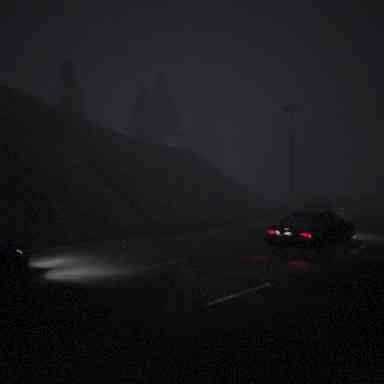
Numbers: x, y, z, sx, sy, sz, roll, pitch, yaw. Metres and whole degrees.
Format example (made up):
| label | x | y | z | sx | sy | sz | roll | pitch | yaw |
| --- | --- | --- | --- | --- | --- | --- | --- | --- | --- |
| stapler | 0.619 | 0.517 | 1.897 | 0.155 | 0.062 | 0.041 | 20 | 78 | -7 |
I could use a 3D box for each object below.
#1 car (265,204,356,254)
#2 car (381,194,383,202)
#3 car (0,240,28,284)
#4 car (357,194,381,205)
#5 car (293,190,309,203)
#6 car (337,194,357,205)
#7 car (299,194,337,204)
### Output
| label | x | y | z | sx | sy | sz | roll | pitch | yaw |
| --- | --- | --- | --- | --- | --- | --- | --- | --- | --- |
| car | 4.814 | 1.418 | 13.083 | 2.033 | 1.411 | 5.357 | 0 | 1 | 40 |
| car | 28.142 | 1.011 | 50.357 | 1.895 | 1.301 | 4.718 | 0 | 0 | 6 |
| car | -6.459 | 1.536 | 7.814 | 4.674 | 1.442 | 1.812 | -1 | 1 | -37 |
| car | 24.274 | 1.070 | 46.819 | 1.895 | 1.301 | 4.718 | 0 | 0 | 7 |
| car | 18.133 | 0.688 | 55.622 | 2.150 | 2.045 | 5.566 | 0 | 0 | 6 |
| car | 19.892 | 1.018 | 44.126 | 2.128 | 1.511 | 4.902 | 0 | 0 | 14 |
| car | 10.537 | 1.200 | 27.614 | 1.882 | 1.535 | 5.008 | 0 | 1 | 28 |
